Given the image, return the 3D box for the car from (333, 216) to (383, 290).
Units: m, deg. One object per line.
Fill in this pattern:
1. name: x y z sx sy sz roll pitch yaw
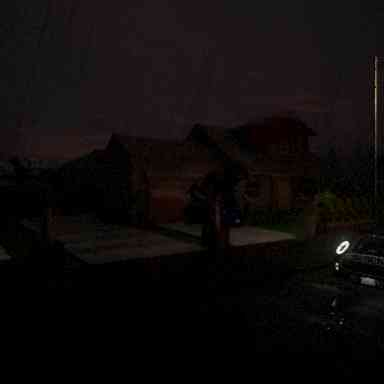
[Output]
1. car: 5.646 1.340 8.512 4.553 1.767 2.097 0 0 -35

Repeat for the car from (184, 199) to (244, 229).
1. car: 1.202 1.161 18.311 1.845 1.501 3.633 0 0 -38
